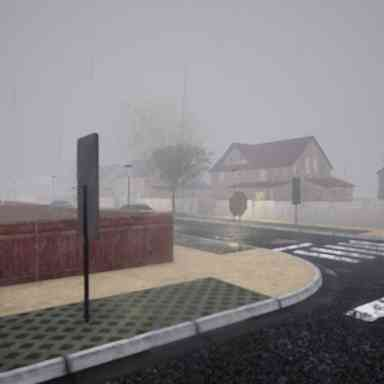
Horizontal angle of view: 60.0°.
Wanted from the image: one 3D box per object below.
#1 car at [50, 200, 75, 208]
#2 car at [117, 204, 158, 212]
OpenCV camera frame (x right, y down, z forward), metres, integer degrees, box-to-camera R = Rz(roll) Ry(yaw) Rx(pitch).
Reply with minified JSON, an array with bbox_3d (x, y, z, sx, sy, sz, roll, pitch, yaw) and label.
[{"bbox_3d":[-15.804,1.713,40.480,1.882,1.535,5.008,-1,0,-36],"label":"car"},{"bbox_3d":[-3.941,1.639,24.622,1.837,1.490,4.892,-1,0,-37],"label":"car"}]
